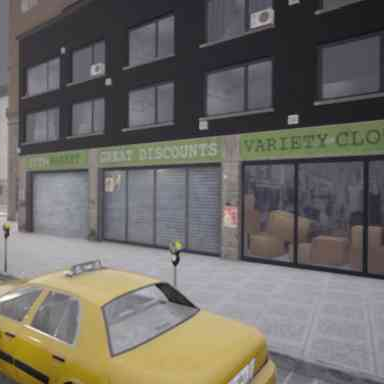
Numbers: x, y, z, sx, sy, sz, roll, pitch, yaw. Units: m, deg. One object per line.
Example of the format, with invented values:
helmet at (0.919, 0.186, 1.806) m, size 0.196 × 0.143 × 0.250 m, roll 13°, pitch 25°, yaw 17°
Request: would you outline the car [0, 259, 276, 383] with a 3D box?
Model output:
car at (-1.469, 1.524, 4.124) m, size 4.829 × 1.417 × 1.752 m, roll 0°, pitch 1°, yaw 35°
